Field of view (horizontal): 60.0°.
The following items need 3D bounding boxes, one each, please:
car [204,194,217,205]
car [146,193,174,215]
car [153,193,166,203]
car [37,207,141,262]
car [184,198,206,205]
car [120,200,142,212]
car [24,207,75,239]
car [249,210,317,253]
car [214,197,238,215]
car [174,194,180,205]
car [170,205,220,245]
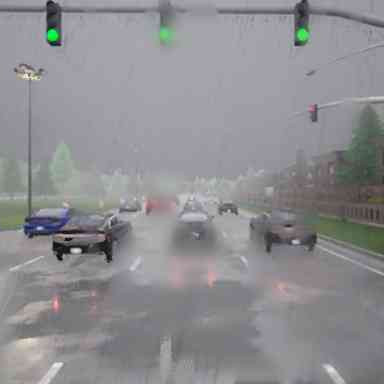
[{"bbox_3d":[3.509,1.310,61.337,2.150,2.045,5.566,0,0,0],"label":"car"},{"bbox_3d":[-3.396,1.271,34.277,2.150,2.045,5.566,0,0,0],"label":"car"},{"bbox_3d":[-6.992,1.328,71.921,2.150,2.045,5.566,0,0,0],"label":"car"},{"bbox_3d":[-3.398,1.509,12.176,2.128,1.511,4.902,0,0,0],"label":"car"},{"bbox_3d":[0.104,1.615,35.357,1.994,1.385,4.181,0,0,0],"label":"car"},{"bbox_3d":[-6.898,1.618,37.817,1.994,1.385,4.181,0,0,0],"label":"car"},{"bbox_3d":[-6.899,1.503,17.547,1.882,1.535,5.008,0,0,0],"label":"car"},{"bbox_3d":[3.602,1.511,13.906,2.128,1.511,4.902,0,0,0],"label":"car"},{"bbox_3d":[3.605,1.554,34.705,1.837,1.490,4.892,0,0,0],"label":"car"},{"bbox_3d":[-3.492,1.310,61.248,2.150,2.045,5.566,0,0,0],"label":"car"},{"bbox_3d":[0.102,1.548,15.518,1.812,1.442,4.674,0,0,0],"label":"car"}]
